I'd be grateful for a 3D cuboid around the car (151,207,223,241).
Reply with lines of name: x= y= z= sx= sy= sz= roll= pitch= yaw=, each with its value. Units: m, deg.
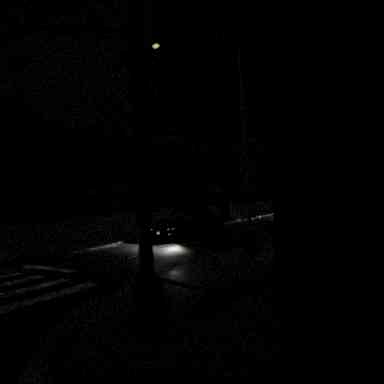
car: x=-0.176 y=1.617 z=17.411 sx=1.837 sy=1.490 sz=4.892 roll=-5 pitch=-2 yaw=36
